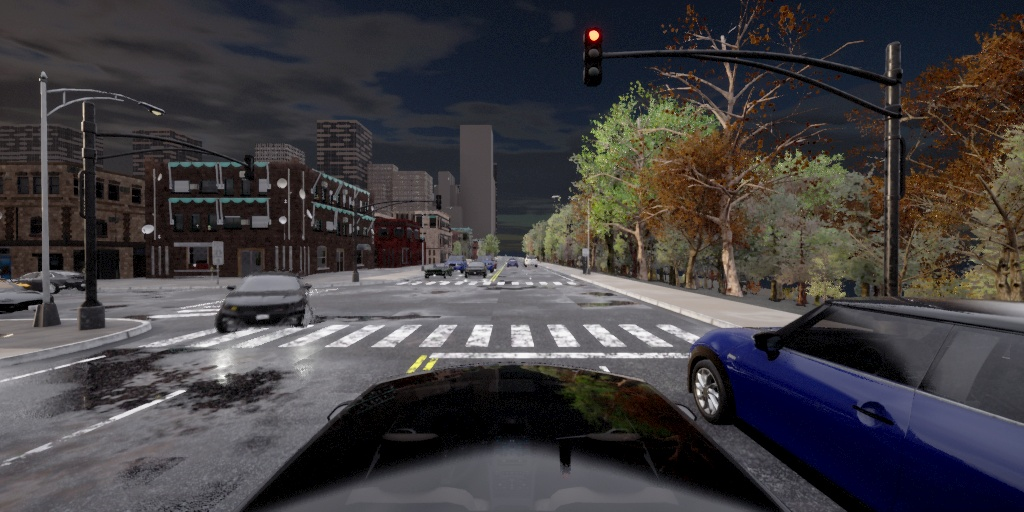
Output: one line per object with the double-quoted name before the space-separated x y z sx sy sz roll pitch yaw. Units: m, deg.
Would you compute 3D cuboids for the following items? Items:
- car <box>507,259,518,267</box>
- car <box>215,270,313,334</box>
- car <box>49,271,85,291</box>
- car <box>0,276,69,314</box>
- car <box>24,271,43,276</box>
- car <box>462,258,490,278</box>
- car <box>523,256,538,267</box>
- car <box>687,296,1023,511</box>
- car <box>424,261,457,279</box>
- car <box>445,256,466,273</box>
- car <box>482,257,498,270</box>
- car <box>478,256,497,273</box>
"car" 0.103 1.252 63.608 1.812 1.442 4.674 0 0 0
"car" -7.309 1.229 11.015 1.882 1.535 5.008 1 -1 -28
"car" -28.278 1.559 21.860 4.403 1.370 2.007 0 0 0
"car" -19.946 1.564 13.347 4.313 1.339 1.948 0 0 0
"car" -24.747 1.504 16.058 5.008 1.535 1.882 -1 1 0
"car" -3.344 1.217 34.003 1.882 1.535 5.008 0 0 -2
"car" 3.358 0.948 63.696 2.150 2.045 5.566 0 0 0
"car" 3.351 1.102 2.888 2.097 1.767 4.553 0 0 0
"car" -6.598 1.341 32.772 1.895 1.301 4.718 0 0 0
"car" -6.579 0.957 42.530 2.150 2.045 5.566 0 0 0
"car" -3.327 1.083 54.306 2.097 1.767 4.553 0 0 0
"car" -3.338 0.957 44.035 2.150 2.045 5.566 0 0 0
